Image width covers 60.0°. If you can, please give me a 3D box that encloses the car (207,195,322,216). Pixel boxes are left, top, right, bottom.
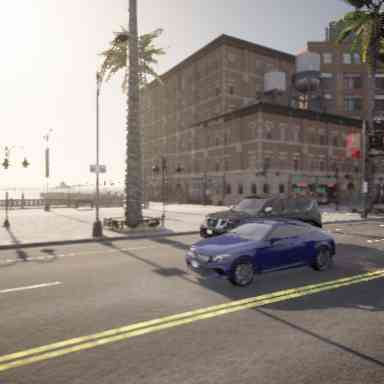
[{"bbox_3d":[3.050,1.143,13.952,5.566,2.045,2.150,0,0,-30],"label":"car"}]

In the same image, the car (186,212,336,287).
[{"bbox_3d":[2.056,1.473,9.246,4.674,1.442,1.812,0,0,-32],"label":"car"}]
